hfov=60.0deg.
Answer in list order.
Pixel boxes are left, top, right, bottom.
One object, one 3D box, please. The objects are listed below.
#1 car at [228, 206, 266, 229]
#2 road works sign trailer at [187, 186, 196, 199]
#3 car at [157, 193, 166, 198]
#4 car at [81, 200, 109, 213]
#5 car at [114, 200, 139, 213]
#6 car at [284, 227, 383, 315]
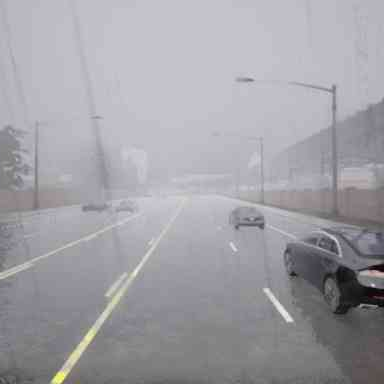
[{"bbox_3d":[3.539,1.632,22.134,2.033,1.411,5.357,0,0,1],"label":"car"},{"bbox_3d":[-0.005,0.029,87.735,2.380,3.560,2.880,0,0,0],"label":"road works sign trailer"},{"bbox_3d":[-7.005,0.978,78.086,1.882,1.535,5.008,0,0,0],"label":"car"},{"bbox_3d":[-10.604,1.579,36.625,1.895,1.301,4.718,0,0,0],"label":"car"},{"bbox_3d":[-7.104,1.581,36.347,1.895,1.301,4.718,0,0,0],"label":"car"},{"bbox_3d":[3.546,1.563,7.682,2.128,1.511,4.902,0,0,0],"label":"car"}]
